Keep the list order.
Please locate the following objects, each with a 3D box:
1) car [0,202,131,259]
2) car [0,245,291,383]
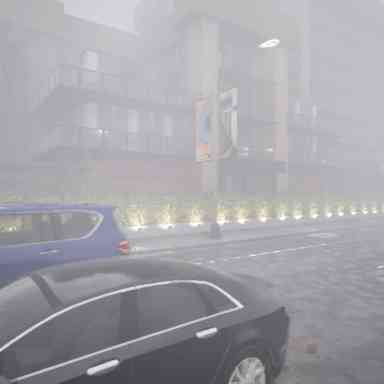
[{"bbox_3d":[-3.747,1.221,5.639,5.566,2.045,2.150,0,0,-35],"label":"car"},{"bbox_3d":[-1.113,1.505,3.199,4.892,1.490,1.837,0,0,-35],"label":"car"}]
